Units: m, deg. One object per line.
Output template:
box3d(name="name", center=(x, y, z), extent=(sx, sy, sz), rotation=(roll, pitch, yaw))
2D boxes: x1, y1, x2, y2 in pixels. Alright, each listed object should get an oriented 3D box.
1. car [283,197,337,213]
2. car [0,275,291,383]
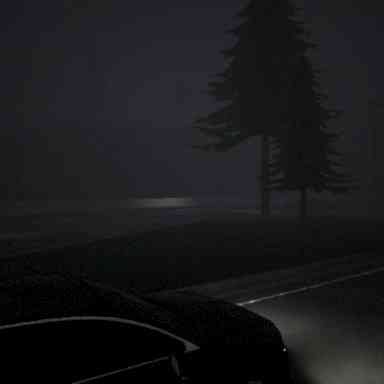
box3d(name="car", center=(11.328, 1.236, 31.994), extent=(4.902, 1.511, 2.128), rotation=(0, 0, 23))
box3d(name="car", center=(-1.235, 1.496, 2.697), extent=(4.892, 1.490, 1.837), rotation=(0, 0, -36))
